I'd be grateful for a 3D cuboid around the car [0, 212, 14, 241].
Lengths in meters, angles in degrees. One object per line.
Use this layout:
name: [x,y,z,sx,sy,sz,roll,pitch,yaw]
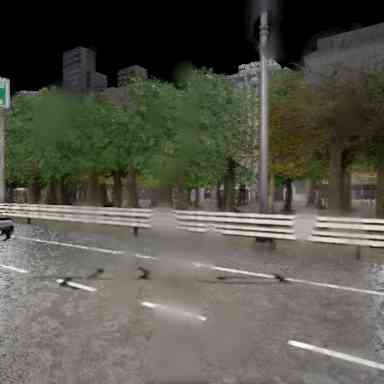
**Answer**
car: [-10.163,1.487,15.439,4.902,1.511,2.128,0,0,36]
